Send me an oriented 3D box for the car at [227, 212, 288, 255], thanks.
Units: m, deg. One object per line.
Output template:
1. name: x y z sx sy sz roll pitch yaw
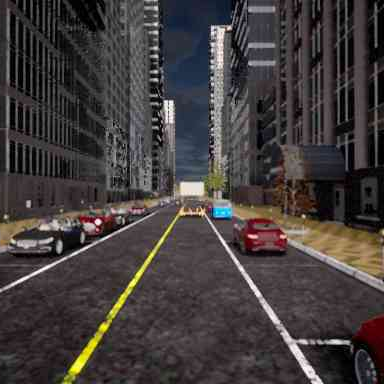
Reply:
1. car: 2.688 1.705 13.608 1.802 1.307 4.206 0 0 0

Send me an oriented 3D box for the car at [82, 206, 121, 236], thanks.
1. car: -5.693 1.610 19.303 1.967 1.590 4.097 0 0 0

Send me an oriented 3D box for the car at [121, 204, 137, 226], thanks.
1. car: -5.694 1.766 24.994 2.008 1.369 4.403 0 0 0

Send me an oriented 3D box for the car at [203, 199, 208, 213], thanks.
1. car: 2.685 1.933 42.068 1.802 1.307 4.206 0 0 0

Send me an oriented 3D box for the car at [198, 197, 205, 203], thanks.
1. car: 2.679 2.164 93.300 1.967 1.590 4.097 0 0 0

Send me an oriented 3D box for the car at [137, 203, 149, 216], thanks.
1. car: -5.695 1.889 36.378 1.802 1.307 4.206 0 0 0

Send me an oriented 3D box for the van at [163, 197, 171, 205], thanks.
1. van: -5.699 1.955 76.227 1.690 1.788 3.998 0 0 0

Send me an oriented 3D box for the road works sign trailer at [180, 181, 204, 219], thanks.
1. road works sign trailer: -0.004 0.741 32.712 2.380 3.560 2.880 0 0 0

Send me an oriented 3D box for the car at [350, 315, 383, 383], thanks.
1. car: 2.689 1.604 2.220 1.802 1.307 4.206 0 -1 0

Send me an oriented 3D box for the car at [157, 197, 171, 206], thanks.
1. car: -5.698 2.083 64.840 2.008 1.369 4.403 0 0 0

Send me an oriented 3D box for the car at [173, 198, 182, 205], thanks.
1. car: -3.008 2.104 71.687 2.128 1.511 4.902 0 0 0

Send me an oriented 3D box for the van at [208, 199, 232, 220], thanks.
1. van: 2.686 1.602 30.686 1.690 1.788 3.998 0 0 0

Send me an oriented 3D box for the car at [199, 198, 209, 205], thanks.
1. car: 2.681 2.164 76.222 2.008 1.369 4.403 0 0 0

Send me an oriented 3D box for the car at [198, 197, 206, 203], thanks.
1. car: 2.680 2.128 87.608 1.967 1.590 4.097 0 0 0

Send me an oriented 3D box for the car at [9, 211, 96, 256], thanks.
1. car: -5.693 1.674 13.609 2.008 1.369 4.403 0 -1 0

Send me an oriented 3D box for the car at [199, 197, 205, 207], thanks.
1. car: 2.683 2.070 59.145 1.802 1.307 4.206 0 0 0

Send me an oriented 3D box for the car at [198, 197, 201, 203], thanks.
1. car: 2.682 2.124 70.530 2.008 1.369 4.403 0 0 0
